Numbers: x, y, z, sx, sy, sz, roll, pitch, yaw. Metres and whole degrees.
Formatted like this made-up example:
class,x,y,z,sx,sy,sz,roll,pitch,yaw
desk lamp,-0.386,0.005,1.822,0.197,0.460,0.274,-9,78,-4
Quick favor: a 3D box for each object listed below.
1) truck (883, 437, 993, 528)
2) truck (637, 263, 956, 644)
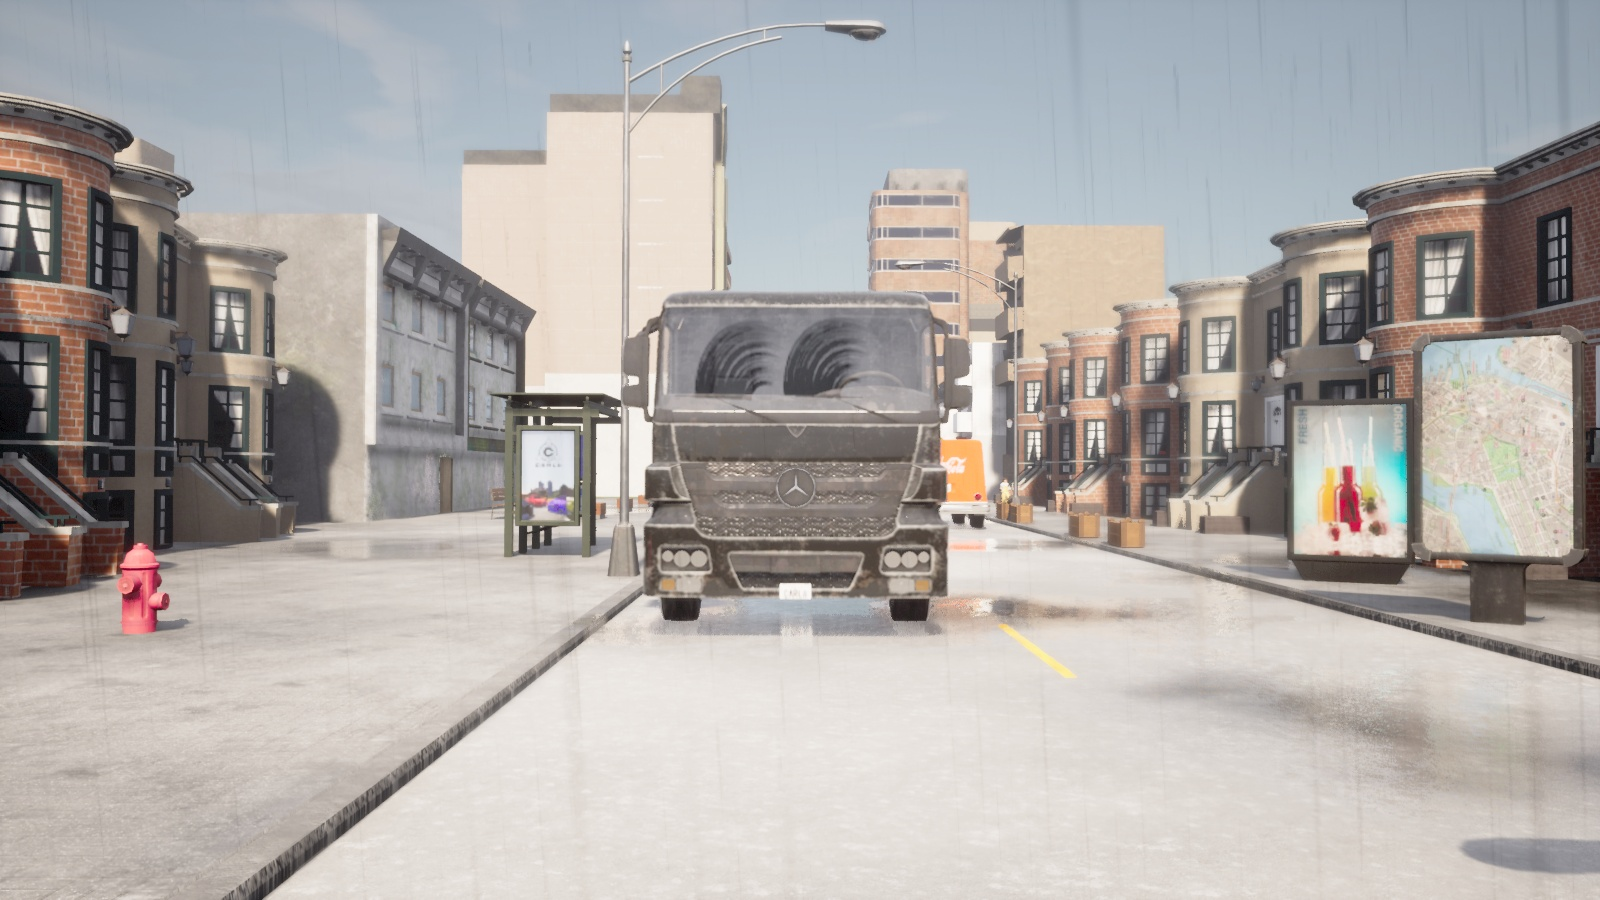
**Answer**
class,x,y,z,sx,sy,sz,roll,pitch,yaw
truck,3.904,0.924,36.592,2.627,2.467,5.204,0,-1,0
truck,-0.044,0.091,15.405,2.891,3.462,7.936,0,-1,0
